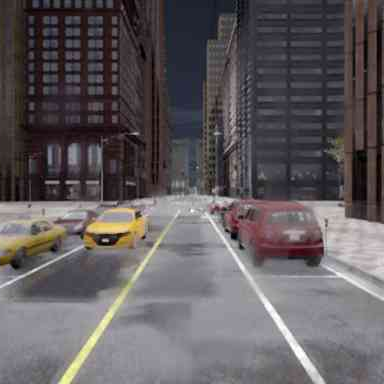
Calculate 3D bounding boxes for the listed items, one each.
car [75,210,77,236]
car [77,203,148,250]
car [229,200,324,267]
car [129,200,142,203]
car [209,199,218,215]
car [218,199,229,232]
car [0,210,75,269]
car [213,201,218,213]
[{"bbox_3d":[-5.764,1.568,16.964,1.802,1.307,4.206,0,0,0],"label":"car"},{"bbox_3d":[-3.098,1.465,14.401,1.882,1.535,5.008,0,0,0],"label":"car"},{"bbox_3d":[2.760,1.305,11.329,2.192,1.841,5.009,0,0,0],"label":"car"},{"bbox_3d":[-5.763,1.546,28.236,1.947,1.339,4.313,0,0,0],"label":"car"},{"bbox_3d":[2.762,1.418,33.874,1.967,1.590,4.097,0,0,0],"label":"car"},{"bbox_3d":[2.760,1.301,16.965,2.192,1.841,5.009,0,0,0],"label":"car"},{"bbox_3d":[-5.764,1.515,11.157,1.752,1.417,4.829,0,0,0],"label":"car"},{"bbox_3d":[2.762,1.548,22.602,1.947,1.339,4.313,0,0,0],"label":"car"}]
